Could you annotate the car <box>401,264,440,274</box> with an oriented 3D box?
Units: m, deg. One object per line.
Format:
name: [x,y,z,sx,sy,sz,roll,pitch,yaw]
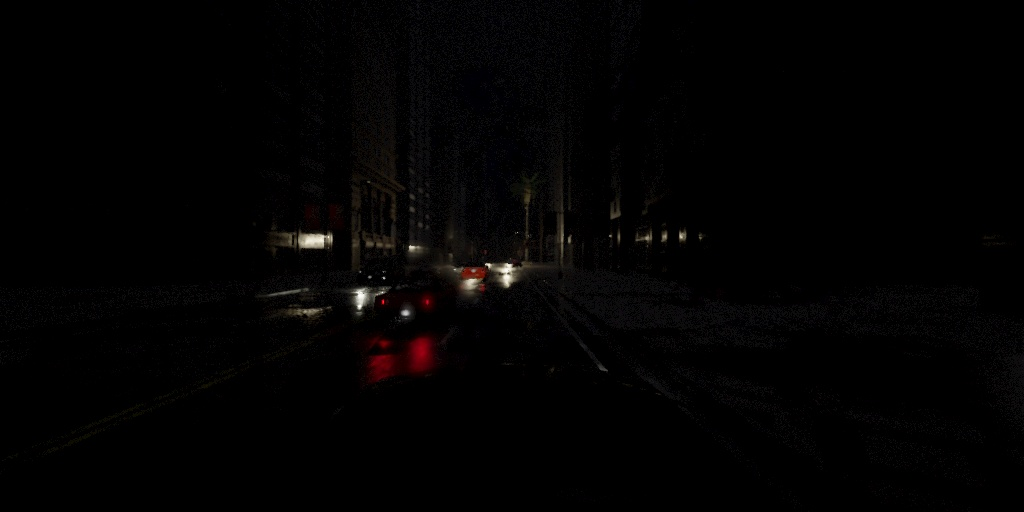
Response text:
car: [-6.596,1.456,27.255,1.994,1.385,4.181,0,0,0]

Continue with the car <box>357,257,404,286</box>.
car: [-9.848,1.116,27.599,2.150,2.045,5.566,0,0,0]

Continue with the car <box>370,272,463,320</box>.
car: [-3.152,1.413,12.881,1.895,1.301,4.718,0,0,0]

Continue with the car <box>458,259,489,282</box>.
car: [-3.152,1.268,31.602,2.097,1.767,4.553,0,0,0]
